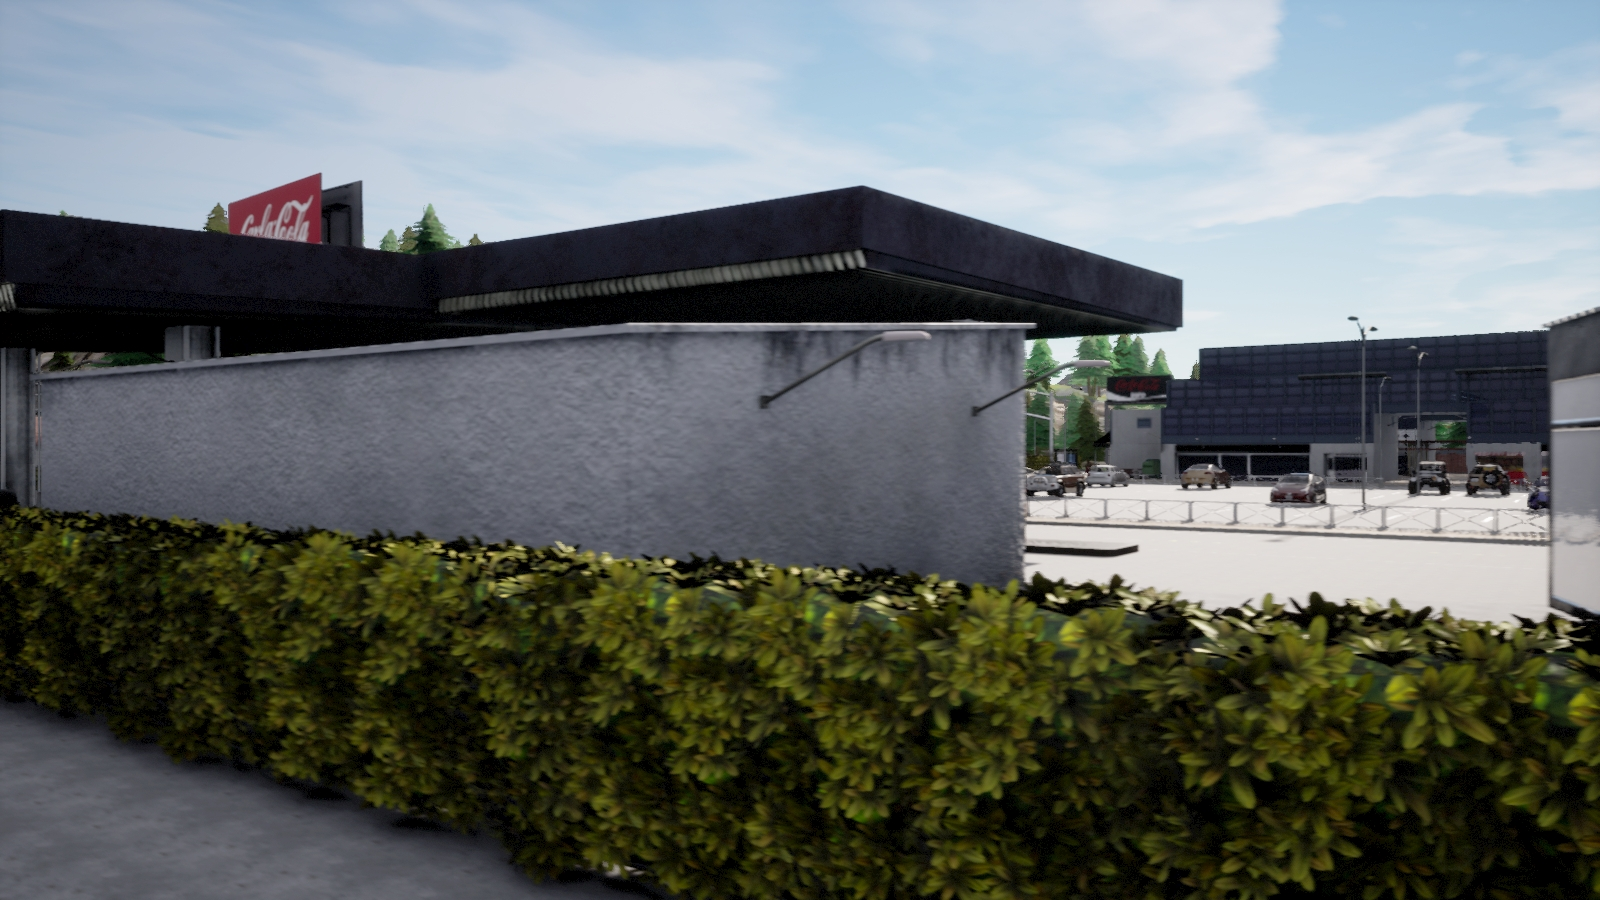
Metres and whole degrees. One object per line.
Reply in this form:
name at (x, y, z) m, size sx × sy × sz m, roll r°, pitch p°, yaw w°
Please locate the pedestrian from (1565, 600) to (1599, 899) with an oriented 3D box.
pedestrian at (4.768, 1.844, 6.712) m, size 0.375 × 1.860 × 0.375 m, roll 0°, pitch 0°, yaw -43°
